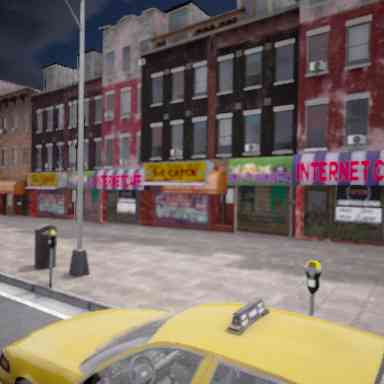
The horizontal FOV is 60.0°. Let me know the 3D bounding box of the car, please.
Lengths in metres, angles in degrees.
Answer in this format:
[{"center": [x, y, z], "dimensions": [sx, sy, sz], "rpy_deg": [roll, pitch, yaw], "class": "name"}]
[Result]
[{"center": [0.211, 1.528, 2.642], "dimensions": [4.829, 1.417, 1.752], "rpy_deg": [0, 1, 36], "class": "car"}]
